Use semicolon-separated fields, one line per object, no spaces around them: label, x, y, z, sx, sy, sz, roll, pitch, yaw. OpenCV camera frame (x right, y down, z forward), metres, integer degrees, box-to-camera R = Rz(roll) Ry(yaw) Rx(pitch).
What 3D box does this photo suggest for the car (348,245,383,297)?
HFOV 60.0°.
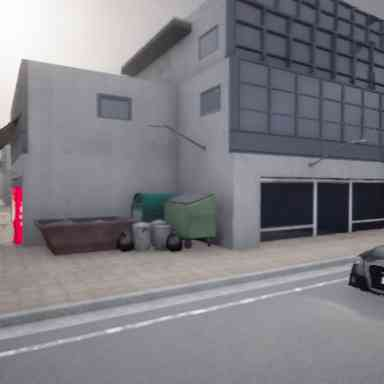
car;5.289;1.432;7.012;4.181;1.385;1.994;-1;1;-30
